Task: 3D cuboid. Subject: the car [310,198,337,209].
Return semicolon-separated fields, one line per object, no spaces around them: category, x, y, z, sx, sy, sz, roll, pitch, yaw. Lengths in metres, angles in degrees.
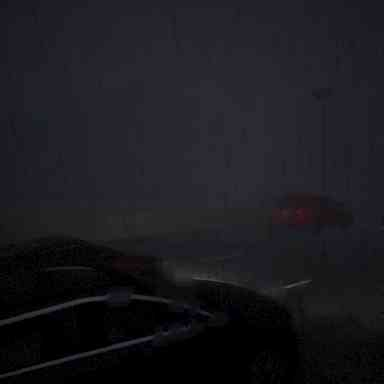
car;17.478;1.437;43.982;1.895;1.301;4.718;0;0;41

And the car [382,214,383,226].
car;12.228;1.400;18.421;4.902;1.511;2.128;0;0;-42

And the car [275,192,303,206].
car;15.358;1.054;52.297;2.150;2.045;5.566;0;0;40

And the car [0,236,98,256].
car;-2.407;1.565;6.465;4.181;1.385;1.994;0;0;-36

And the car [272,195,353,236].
car;6.648;1.157;18.132;5.566;2.045;2.150;0;0;-41

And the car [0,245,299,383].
car;-0.986;1.492;3.173;4.902;1.511;2.128;0;0;-36

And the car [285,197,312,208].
car;14.838;1.445;46.278;1.895;1.301;4.718;0;0;41
